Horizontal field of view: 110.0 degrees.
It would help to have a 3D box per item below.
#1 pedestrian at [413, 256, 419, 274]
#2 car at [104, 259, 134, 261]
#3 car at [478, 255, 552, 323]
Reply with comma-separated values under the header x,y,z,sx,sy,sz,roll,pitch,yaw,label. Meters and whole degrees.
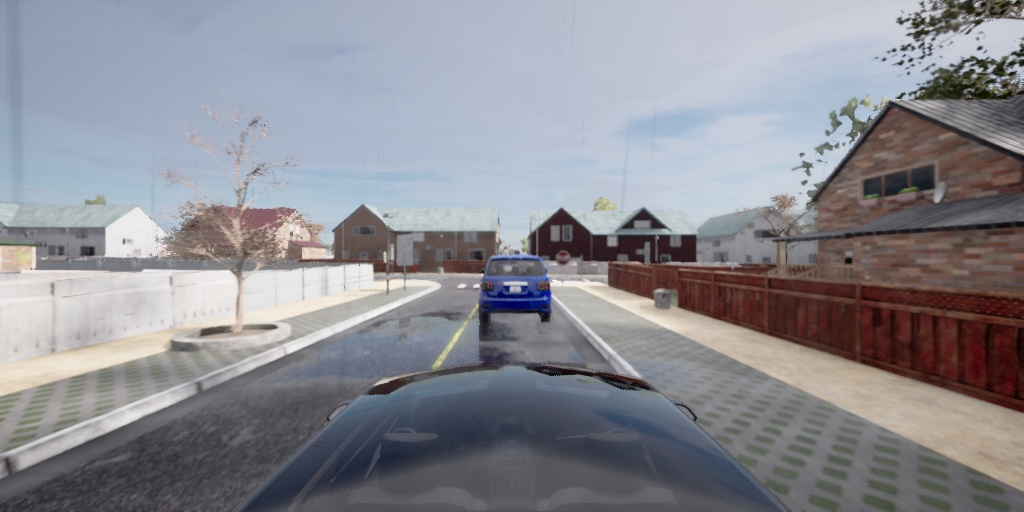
x,y,z,sx,sy,sz,roll,pitch,yaw,label
-9.398,0.872,34.958,0.375,1.860,0.375,0,-1,1,pedestrian
-32.242,0.983,29.577,4.902,1.511,2.128,1,0,1,car
0.088,0.993,12.333,2.150,2.045,5.566,0,0,0,car
